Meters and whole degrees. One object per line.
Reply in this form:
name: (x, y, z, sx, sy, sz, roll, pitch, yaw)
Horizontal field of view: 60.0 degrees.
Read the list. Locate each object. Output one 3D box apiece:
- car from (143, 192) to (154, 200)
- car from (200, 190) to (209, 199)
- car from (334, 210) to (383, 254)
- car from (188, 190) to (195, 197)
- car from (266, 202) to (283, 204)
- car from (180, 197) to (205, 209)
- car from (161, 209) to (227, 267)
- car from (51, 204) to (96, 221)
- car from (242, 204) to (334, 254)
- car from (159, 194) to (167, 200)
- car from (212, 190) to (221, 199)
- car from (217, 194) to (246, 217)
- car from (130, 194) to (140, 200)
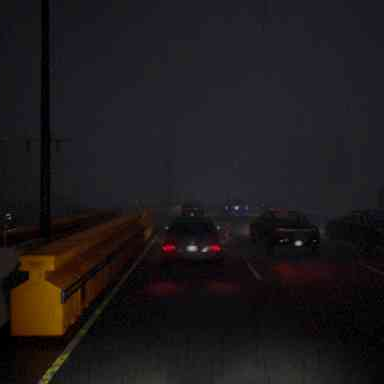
car: (-10.588, 0.960, 81.830, 2.150, 2.045, 5.566, 0, 1, 0)
car: (3.372, 0.953, 88.820, 1.994, 1.385, 4.181, 0, 4, 0)
car: (7.040, 1.474, 13.420, 2.128, 1.511, 4.902, 0, 0, 1)
car: (-0.126, 0.906, 88.393, 1.882, 1.535, 5.008, 0, 3, 0)
car: (7.043, 1.527, 28.546, 1.994, 1.385, 4.181, 0, 0, 1)
car: (0.042, 1.468, 28.450, 1.837, 1.490, 4.892, 0, 0, 1)
car: (0.020, 1.532, 11.256, 2.033, 1.411, 5.357, 0, 0, 0)
car: (-7.047, 1.465, 19.467, 2.128, 1.511, 4.902, 0, 0, 1)
car: (3.540, 1.474, 13.407, 2.128, 1.511, 4.902, 0, 0, 1)
car: (-7.088, 1.274, 81.887, 2.033, 1.411, 5.357, 0, 1, 0)
car: (6.874, 0.929, 88.434, 1.837, 1.490, 4.892, 0, 3, 0)
car: (3.542, 1.314, 28.325, 2.097, 1.767, 4.553, 0, 0, 1)
car: (-14.088, 1.234, 81.846, 1.837, 1.490, 4.892, 0, 1, 0)
